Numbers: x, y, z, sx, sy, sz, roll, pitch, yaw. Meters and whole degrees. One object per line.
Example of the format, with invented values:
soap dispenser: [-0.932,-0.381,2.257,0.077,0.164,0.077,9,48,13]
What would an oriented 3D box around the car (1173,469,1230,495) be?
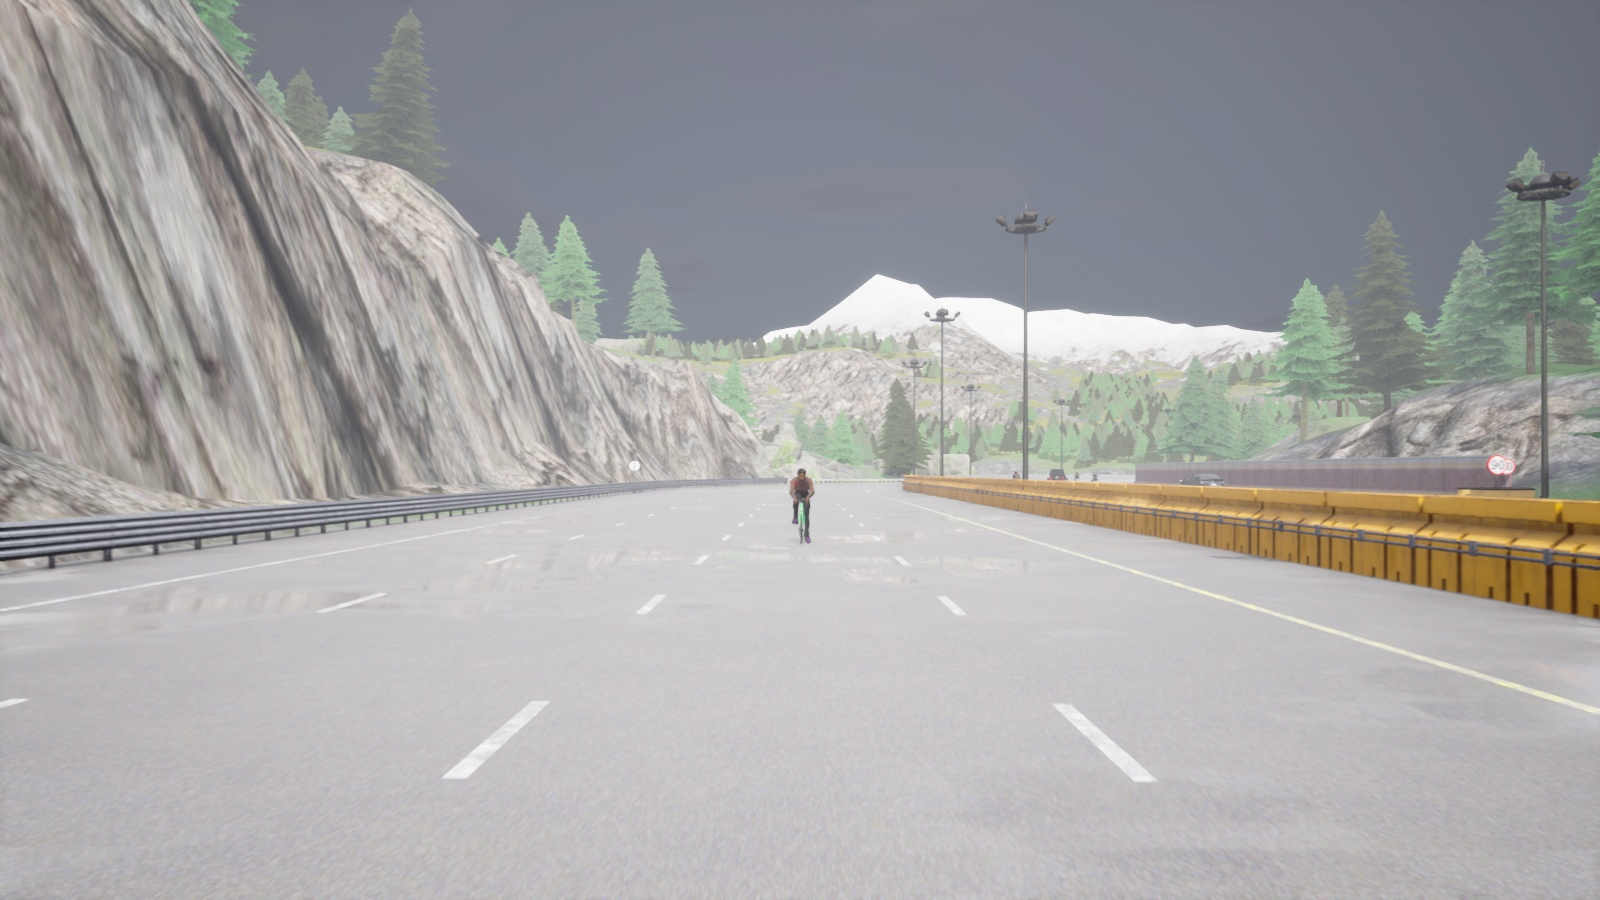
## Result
car: [24.462,1.953,76.706,2.007,1.525,4.514,0,-1,-1]

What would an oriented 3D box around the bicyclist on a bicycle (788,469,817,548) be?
bicyclist on a bicycle: [0.052,1.214,26.684,0.582,1.620,1.656,0,-1,0]
